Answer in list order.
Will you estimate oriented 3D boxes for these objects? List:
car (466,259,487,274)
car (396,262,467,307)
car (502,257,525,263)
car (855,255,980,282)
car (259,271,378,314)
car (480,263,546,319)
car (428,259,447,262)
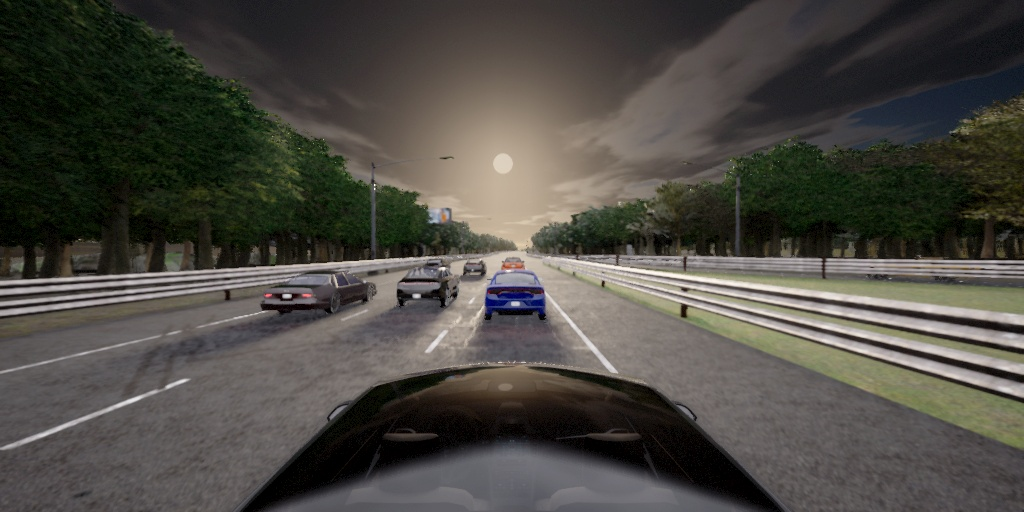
[{"bbox_3d":[-3.396,0.994,33.409,2.128,1.511,4.902,0,1,0],"label":"car"},{"bbox_3d":[-3.398,1.199,15.209,2.128,1.511,4.902,0,0,0],"label":"car"},{"bbox_3d":[0.103,0.857,33.187,2.097,1.767,4.553,0,1,0],"label":"car"},{"bbox_3d":[25.236,0.750,22.611,1.801,1.575,5.366,1,0,-30],"label":"car"},{"bbox_3d":[-6.899,1.266,13.503,2.033,1.411,5.357,0,0,0],"label":"car"},{"bbox_3d":[0.102,1.201,12.692,1.882,1.535,5.008,0,0,0],"label":"car"},{"bbox_3d":[-6.896,1.007,33.456,1.837,1.490,4.892,0,1,0],"label":"car"}]
